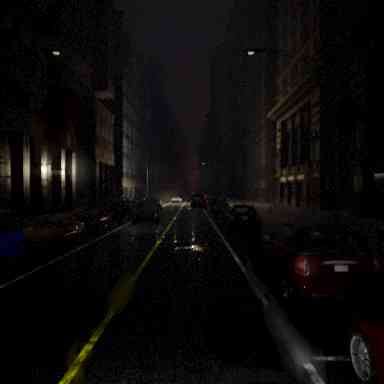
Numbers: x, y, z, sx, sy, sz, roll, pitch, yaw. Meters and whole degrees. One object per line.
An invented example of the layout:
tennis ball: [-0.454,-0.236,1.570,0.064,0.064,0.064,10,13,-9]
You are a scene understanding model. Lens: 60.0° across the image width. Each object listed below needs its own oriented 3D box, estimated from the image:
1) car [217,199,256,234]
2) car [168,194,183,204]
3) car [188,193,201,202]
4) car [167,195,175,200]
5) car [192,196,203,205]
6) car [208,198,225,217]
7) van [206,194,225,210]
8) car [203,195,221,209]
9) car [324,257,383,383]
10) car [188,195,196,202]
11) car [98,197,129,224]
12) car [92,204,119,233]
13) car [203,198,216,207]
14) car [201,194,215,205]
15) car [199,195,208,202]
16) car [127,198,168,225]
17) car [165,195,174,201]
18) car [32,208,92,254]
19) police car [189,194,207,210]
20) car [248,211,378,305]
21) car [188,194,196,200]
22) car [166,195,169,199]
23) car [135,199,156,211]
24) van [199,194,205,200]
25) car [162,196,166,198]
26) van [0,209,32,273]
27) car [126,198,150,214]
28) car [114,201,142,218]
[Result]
car: [2.762,1.438,19.288,1.967,1.590,4.097,0,0,0]
car: [-3.007,1.623,64.518,1.895,1.301,4.718,0,0,0]
car: [0.858,1.225,52.062,2.150,2.045,5.566,0,0,0]
car: [-5.756,1.572,92.102,1.887,1.381,4.507,0,0,0]
car: [0.906,1.531,58.033,1.812,1.442,4.674,0,0,0]
car: [2.763,1.523,30.663,1.752,1.417,4.829,0,0,0]
van: [2.763,1.339,36.094,1.690,1.788,3.998,0,0,0]
car: [2.764,1.316,47.297,2.192,1.841,5.009,0,0,0]
car: [2.760,1.582,2.484,1.802,1.307,4.206,0,0,0]
car: [0.008,1.506,77.153,1.994,1.385,4.181,0,0,0]
car: [-5.763,1.312,24.877,2.192,1.841,5.009,0,0,0]
car: [-5.763,1.580,19.275,1.802,1.307,4.206,0,0,0]
car: [2.765,1.585,52.899,1.802,1.307,4.206,0,0,0]
car: [2.765,1.321,58.501,2.192,1.841,5.009,0,0,0]
car: [2.768,1.460,80.907,1.967,1.590,4.097,0,0,0]
car: [-3.097,1.475,24.098,1.882,1.535,5.008,0,0,0]
car: [-5.757,1.463,86.500,1.967,1.590,4.097,0,0,0]
car: [-5.764,1.524,13.503,1.752,1.417,4.829,0,0,0]
police car: [0.904,1.424,42.143,1.930,1.638,5.238,0,0,0]
car: [2.761,1.439,8.085,1.967,1.590,4.097,0,0,0]
car: [0.010,1.415,95.285,2.033,1.411,5.357,0,0,0]
car: [-5.758,1.557,69.694,1.887,1.381,4.507,0,0,0]
car: [-5.761,1.550,41.684,2.008,1.369,4.403,0,0,0]
van: [2.769,1.368,92.111,1.690,1.788,3.998,0,0,0]
car: [-5.760,1.569,52.887,1.947,1.339,4.313,0,0,0]
van: [-5.765,1.340,8.071,1.690,1.788,3.998,0,0,0]
car: [-5.762,1.438,36.081,1.967,1.590,4.097,0,0,0]
car: [-5.762,1.579,30.479,1.802,1.307,4.206,0,0,0]
